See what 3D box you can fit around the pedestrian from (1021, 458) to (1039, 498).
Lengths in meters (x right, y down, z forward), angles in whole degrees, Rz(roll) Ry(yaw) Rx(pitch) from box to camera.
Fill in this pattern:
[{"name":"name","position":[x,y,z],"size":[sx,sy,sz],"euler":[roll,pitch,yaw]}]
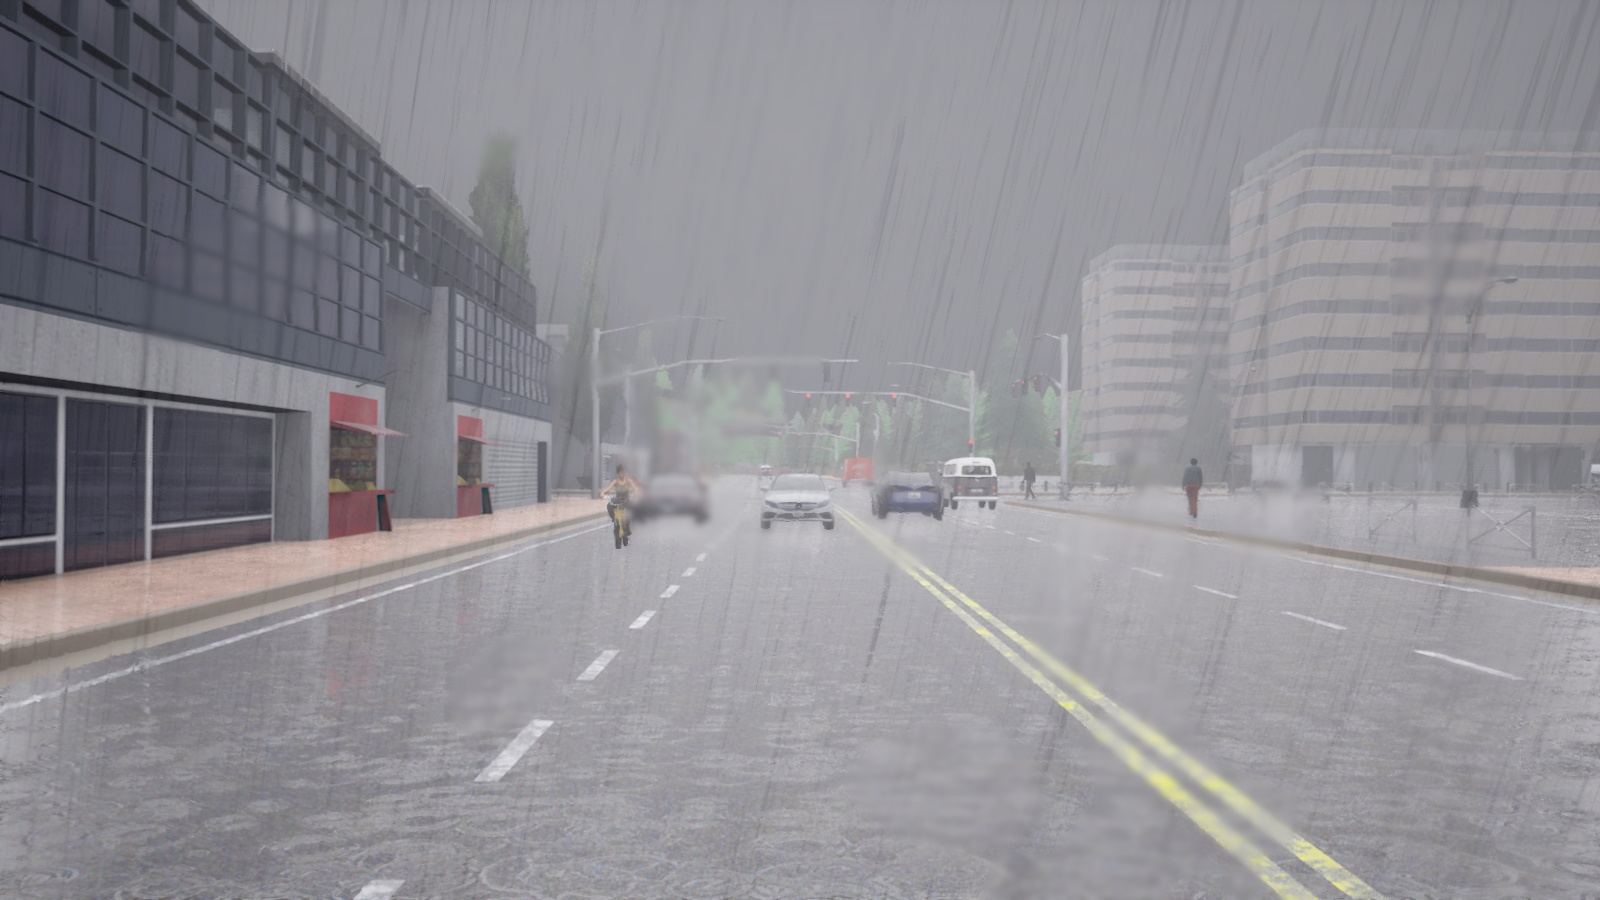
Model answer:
[{"name":"pedestrian","position":[10.832,1.318,59.163],"size":[0.703,1.840,0.431],"euler":[0,-1,-34]}]

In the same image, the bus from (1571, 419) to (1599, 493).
[{"name":"bus","position":[50.866,0.344,72.571],"size":[10.273,4.253,3.944],"euler":[0,-1,-2]}]

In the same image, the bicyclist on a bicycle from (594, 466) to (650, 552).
[{"name":"bicyclist on a bicycle","position":[-3.431,1.125,24.337],"size":[0.866,1.612,1.509],"euler":[0,-1,0]}]

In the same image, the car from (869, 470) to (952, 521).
[{"name":"car","position":[3.444,1.398,39.957],"size":[2.163,1.488,4.792],"euler":[0,-1,0]}]

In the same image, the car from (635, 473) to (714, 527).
[{"name":"car","position":[-3.526,1.389,36.029],"size":[1.812,1.442,4.674],"euler":[0,-1,0]}]

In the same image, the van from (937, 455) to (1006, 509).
[{"name":"van","position":[6.815,1.266,50.417],"size":[2.069,2.038,4.480],"euler":[0,-1,-1]}]

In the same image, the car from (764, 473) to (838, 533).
[{"name":"car","position":[-0.004,1.334,33.135],"size":[1.812,1.442,4.674],"euler":[0,-1,0]}]

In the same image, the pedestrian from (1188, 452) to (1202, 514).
[{"name":"pedestrian","position":[11.816,0.992,37.594],"size":[0.353,1.847,0.614],"euler":[0,-1,13]}]
